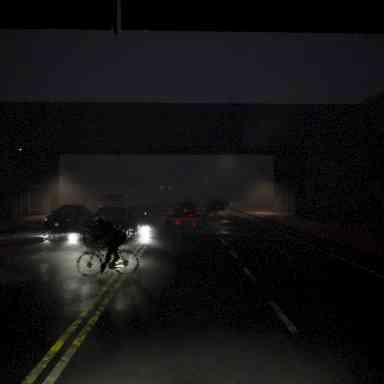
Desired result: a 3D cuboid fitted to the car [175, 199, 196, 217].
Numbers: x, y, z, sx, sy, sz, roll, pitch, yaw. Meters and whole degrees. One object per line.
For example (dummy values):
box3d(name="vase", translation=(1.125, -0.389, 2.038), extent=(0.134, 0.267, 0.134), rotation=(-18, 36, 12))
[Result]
box3d(name="car", translation=(-0.611, 1.478, 31.395), extent=(1.882, 1.535, 5.008), rotation=(0, 0, -1))

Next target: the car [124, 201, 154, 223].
box3d(name="car", translation=(-4.080, 1.602, 25.832), extent=(1.895, 1.301, 4.718), rotation=(0, 0, -1))

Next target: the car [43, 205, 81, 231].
box3d(name="car", translation=(-7.510, 1.525, 20.700), extent=(1.812, 1.442, 4.674), rotation=(0, 0, -1))

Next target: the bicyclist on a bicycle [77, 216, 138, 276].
box3d(name="bicyclist on a bicycle", translation=(-2.277, 1.455, 8.899), extent=(1.656, 1.620, 0.582), rotation=(-2, 0, -1))

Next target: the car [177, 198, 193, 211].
box3d(name="car", translation=(-0.847, 1.526, 40.722), extent=(1.812, 1.442, 4.674), rotation=(0, 0, -2))

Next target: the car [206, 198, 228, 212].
box3d(name="car", translation=(2.714, 1.478, 38.966), extent=(1.882, 1.535, 5.008), rotation=(0, 0, -1))

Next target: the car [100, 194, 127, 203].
box3d(name="car", translation=(-7.822, 1.221, 33.358), extent=(2.150, 2.045, 5.566), rotation=(0, 0, -2))

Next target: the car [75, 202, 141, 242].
box3d(name="car", translation=(-3.962, 1.477, 16.584), extent=(1.882, 1.535, 5.008), rotation=(0, 0, -1))
